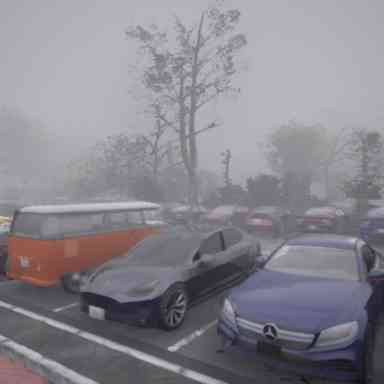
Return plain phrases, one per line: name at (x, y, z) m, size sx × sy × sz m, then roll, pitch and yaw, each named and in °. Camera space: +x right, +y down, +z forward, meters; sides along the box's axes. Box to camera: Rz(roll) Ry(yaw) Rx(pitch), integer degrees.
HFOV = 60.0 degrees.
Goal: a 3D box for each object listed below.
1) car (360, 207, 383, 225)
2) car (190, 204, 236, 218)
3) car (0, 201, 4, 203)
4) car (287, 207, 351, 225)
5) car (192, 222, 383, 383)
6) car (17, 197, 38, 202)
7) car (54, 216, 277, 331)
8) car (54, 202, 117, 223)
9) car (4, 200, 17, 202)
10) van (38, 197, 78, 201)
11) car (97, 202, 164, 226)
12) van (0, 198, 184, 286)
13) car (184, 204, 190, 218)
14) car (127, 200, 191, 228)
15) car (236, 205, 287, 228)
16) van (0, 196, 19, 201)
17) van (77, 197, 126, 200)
car at (9.348, 1.479, 15.957) m, size 2.097 × 1.535 × 5.008 m, roll -1°, pitch 0°, yaw 35°
car at (2.319, 1.557, 20.903) m, size 2.097 × 1.535 × 5.008 m, roll -1°, pitch 0°, yaw 35°
car at (-11.665, 1.488, 15.397) m, size 2.185 × 1.767 × 4.553 m, roll -1°, pitch 0°, yaw 35°
car at (7.038, 1.504, 17.580) m, size 2.097 × 1.535 × 5.008 m, roll -1°, pitch -1°, yaw 35°
car at (2.196, 1.499, 5.632) m, size 2.002 × 1.452 × 4.674 m, roll -1°, pitch 0°, yaw 35°
car at (-13.877, 1.612, 32.233) m, size 2.185 × 1.767 × 4.553 m, roll -1°, pitch 0°, yaw 35°
car at (-0.135, 1.515, 7.229) m, size 2.163 × 1.488 × 4.792 m, roll -1°, pitch 0°, yaw 35°
car at (-9.132, 1.686, 28.945) m, size 2.231 × 1.521 × 4.892 m, roll -1°, pitch 0°, yaw 35°
car at (-16.047, 1.792, 33.834) m, size 2.163 × 1.488 × 4.792 m, roll -1°, pitch -1°, yaw 35°
van at (-11.381, 1.485, 30.661) m, size 1.878 × 1.987 × 4.442 m, roll -1°, pitch -1°, yaw 35°
car at (-4.613, 1.634, 25.771) m, size 2.097 × 1.535 × 5.008 m, roll -1°, pitch 0°, yaw 35°
van at (-2.366, 1.285, 8.974) m, size 1.878 × 1.987 × 4.442 m, roll -1°, pitch 0°, yaw 35°
car at (0.002, 1.583, 22.518) m, size 2.097 × 1.535 × 5.008 m, roll -1°, pitch -1°, yaw 35°
car at (-2.289, 1.483, 24.170) m, size 2.185 × 1.767 × 4.553 m, roll -1°, pitch 0°, yaw 35°
car at (4.746, 1.560, 19.230) m, size 2.163 × 1.488 × 4.792 m, roll -1°, pitch -1°, yaw 35°
van at (-18.448, 1.562, 35.337) m, size 1.878 × 1.987 × 4.442 m, roll -1°, pitch 0°, yaw 35°
van at (-6.758, 1.433, 27.412) m, size 1.878 × 1.987 × 4.442 m, roll -1°, pitch 0°, yaw 35°
